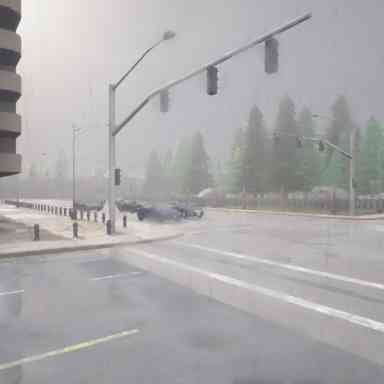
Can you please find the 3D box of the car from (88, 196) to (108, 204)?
[{"bbox_3d":[-18.741,1.547,66.014,2.128,1.511,4.902,0,0,-36],"label":"car"}]

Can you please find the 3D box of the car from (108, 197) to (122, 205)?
[{"bbox_3d":[-13.237,1.581,58.568,1.812,1.442,4.674,0,0,-36],"label":"car"}]

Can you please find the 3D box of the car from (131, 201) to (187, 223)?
[{"bbox_3d":[-2.707,1.581,26.266,1.812,1.442,4.674,0,0,-38],"label":"car"}]

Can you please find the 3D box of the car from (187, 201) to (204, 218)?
[{"bbox_3d":[-0.904,1.547,29.690,2.128,1.511,4.902,0,0,-36],"label":"car"}]

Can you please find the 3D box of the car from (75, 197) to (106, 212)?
[{"bbox_3d":[-12.280,1.603,39.222,2.033,1.411,5.357,0,0,-36],"label":"car"}]

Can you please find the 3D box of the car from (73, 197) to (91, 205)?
[{"bbox_3d":[-20.812,1.656,62.924,1.895,1.301,4.718,0,0,-36],"label":"car"}]

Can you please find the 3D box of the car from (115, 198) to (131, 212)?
[{"bbox_3d":[-6.652,1.656,37.487,1.895,1.301,4.718,0,0,-36],"label":"car"}]
